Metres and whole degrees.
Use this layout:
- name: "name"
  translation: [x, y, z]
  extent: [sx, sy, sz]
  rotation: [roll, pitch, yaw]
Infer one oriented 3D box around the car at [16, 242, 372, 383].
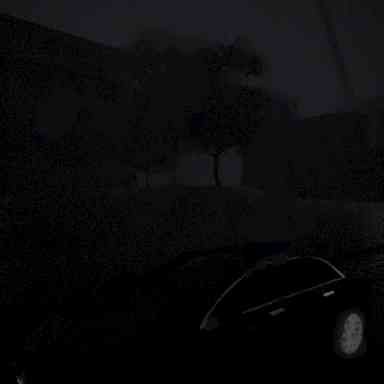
- name: "car"
  translation: [0.463, 1.498, 4.323]
  extent: [4.892, 1.490, 1.837]
  rotation: [0, 0, -36]
